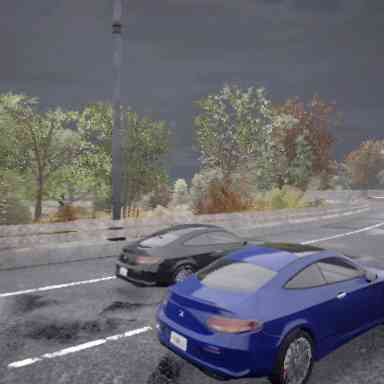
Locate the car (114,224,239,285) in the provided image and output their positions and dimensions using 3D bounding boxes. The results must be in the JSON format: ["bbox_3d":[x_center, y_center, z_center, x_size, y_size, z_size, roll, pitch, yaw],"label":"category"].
[{"bbox_3d":[0.308,1.561,8.652,4.674,1.442,1.812,0,0,-39],"label":"car"}]

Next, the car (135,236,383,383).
[{"bbox_3d":[1.652,1.548,5.253,4.674,1.442,1.812,0,0,-38],"label":"car"}]
